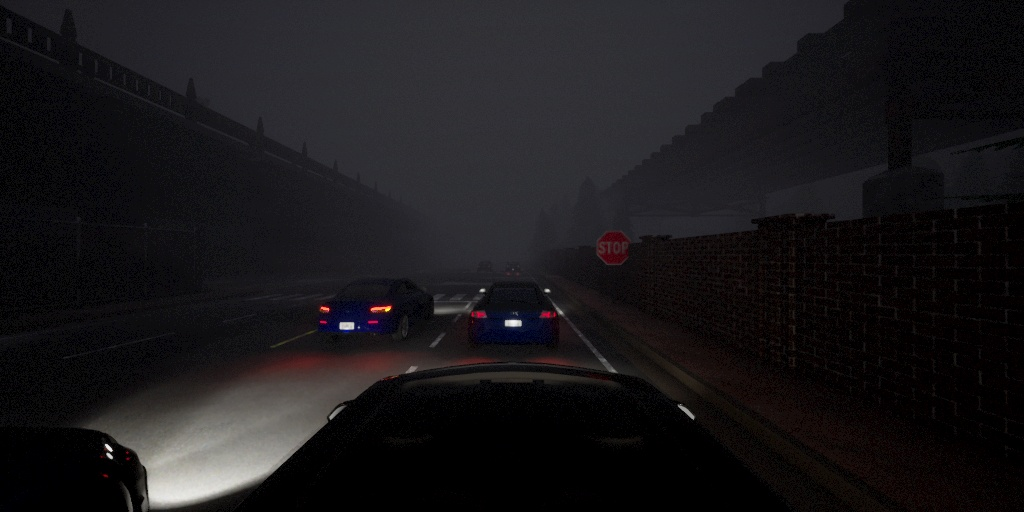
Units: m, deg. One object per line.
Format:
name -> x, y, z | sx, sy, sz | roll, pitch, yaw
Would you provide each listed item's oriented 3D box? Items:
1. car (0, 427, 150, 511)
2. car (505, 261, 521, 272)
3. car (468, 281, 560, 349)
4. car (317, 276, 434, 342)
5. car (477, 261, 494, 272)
car -> -3.398, 1.314, 0.602 | 1.994, 1.385, 4.181 | 0, 0, 0
car -> 0.101, 1.348, 45.994 | 1.895, 1.301, 4.718 | 0, 0, -1
car -> 0.070, 1.314, 9.176 | 1.994, 1.385, 4.181 | 0, 0, 1
car -> -3.412, 1.275, 9.698 | 1.812, 1.442, 4.674 | 0, 0, 0
car -> -3.394, 1.295, 45.835 | 2.033, 1.411, 5.357 | 0, 0, -1
